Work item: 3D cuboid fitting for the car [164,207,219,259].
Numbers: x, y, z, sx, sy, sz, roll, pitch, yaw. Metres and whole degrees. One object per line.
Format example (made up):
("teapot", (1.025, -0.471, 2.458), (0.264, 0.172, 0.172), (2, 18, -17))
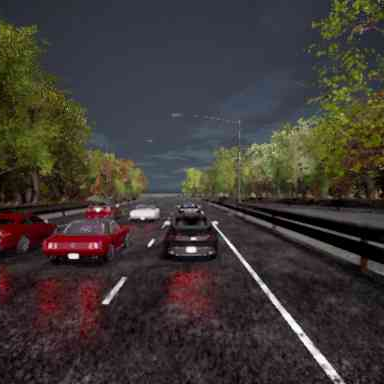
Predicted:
("car", (-0.026, 1.547, 12.786), (1.837, 1.490, 4.892), (0, 0, 0))

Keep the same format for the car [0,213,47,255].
("car", (-7.025, 1.570, 13.461), (1.812, 1.442, 4.674), (0, 0, 0))

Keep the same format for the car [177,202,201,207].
("car", (-0.241, 1.589, 27.843), (2.128, 1.511, 4.902), (0, 0, -1))

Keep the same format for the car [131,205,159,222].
("car", (-3.733, 1.696, 27.188), (1.895, 1.301, 4.718), (0, 0, -1))

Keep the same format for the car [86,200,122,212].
("car", (-7.238, 1.450, 27.643), (2.097, 1.767, 4.553), (0, 0, -1))

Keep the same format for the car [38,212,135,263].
("car", (-3.524, 1.641, 12.144), (1.895, 1.301, 4.718), (0, 0, 0))
